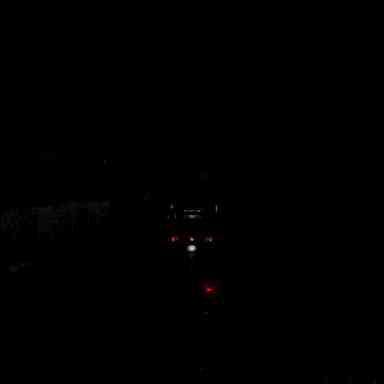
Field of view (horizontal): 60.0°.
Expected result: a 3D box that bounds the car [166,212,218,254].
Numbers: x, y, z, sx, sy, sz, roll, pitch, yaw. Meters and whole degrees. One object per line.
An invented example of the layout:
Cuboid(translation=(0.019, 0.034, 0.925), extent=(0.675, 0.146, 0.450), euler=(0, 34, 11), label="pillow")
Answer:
Cuboid(translation=(0.004, 1.730, 14.120), extent=(1.895, 1.301, 4.718), euler=(0, 0, 0), label="car")

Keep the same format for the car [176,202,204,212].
Cuboid(translation=(0.009, 1.750, 29.303), extent=(2.128, 1.511, 4.902), euler=(0, 0, 0), label="car")

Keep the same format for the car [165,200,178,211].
Cuboid(translation=(-2.748, 1.894, 47.452), extent=(2.128, 1.511, 4.902), euler=(0, -1, 0), label="car")
